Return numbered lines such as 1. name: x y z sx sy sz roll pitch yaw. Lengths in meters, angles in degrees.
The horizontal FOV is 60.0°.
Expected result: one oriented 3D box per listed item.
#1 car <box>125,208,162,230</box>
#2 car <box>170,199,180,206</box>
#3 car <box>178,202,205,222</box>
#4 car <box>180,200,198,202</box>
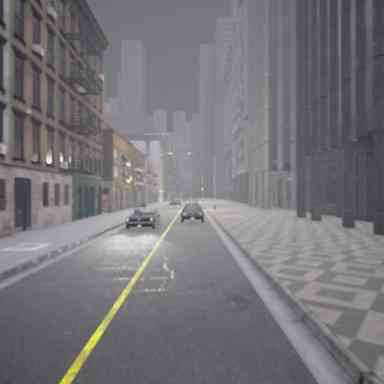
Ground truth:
1. car: -3.128 1.722 21.993 1.895 1.301 4.718 0 0 0
2. car: -3.108 1.957 62.662 1.994 1.385 4.181 0 0 0
3. car: 0.045 1.755 27.764 1.895 1.301 4.718 0 0 0
4. car: 0.018 1.720 40.336 2.128 1.511 4.902 0 0 0
